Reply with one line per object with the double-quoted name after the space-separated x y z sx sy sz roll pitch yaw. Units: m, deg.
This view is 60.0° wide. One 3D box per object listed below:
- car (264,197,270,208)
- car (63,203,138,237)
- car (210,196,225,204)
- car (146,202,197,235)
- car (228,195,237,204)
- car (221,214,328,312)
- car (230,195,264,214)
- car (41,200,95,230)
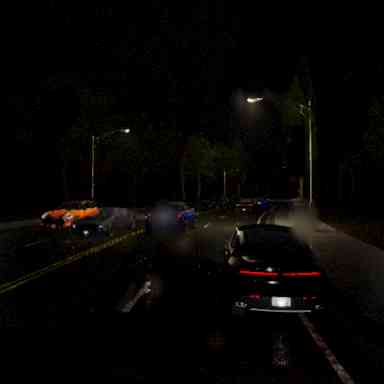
9.109 1.391 43.757 1.994 1.385 4.181 -1 0 18 "car"
-4.621 1.535 18.478 2.033 1.411 5.357 0 0 10 "car"
4.678 1.465 61.605 1.895 1.301 4.718 -1 0 19 "car"
-1.017 1.321 18.710 2.097 1.767 4.553 0 0 10 "car"
8.028 1.337 61.385 1.837 1.490 4.892 -1 0 19 "car"
1.655 1.495 7.714 1.837 1.490 4.892 0 0 5 "car"
5.424 1.369 32.191 2.128 1.511 4.902 0 0 18 "car"
-7.406 1.349 20.944 2.097 1.767 4.553 0 0 11 "car"
